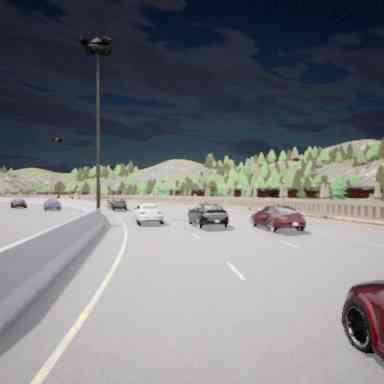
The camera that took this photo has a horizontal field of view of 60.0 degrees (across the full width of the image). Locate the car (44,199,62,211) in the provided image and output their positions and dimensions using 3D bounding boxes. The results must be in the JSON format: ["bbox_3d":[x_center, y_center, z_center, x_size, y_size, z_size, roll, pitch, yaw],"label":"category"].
[{"bbox_3d":[-17.557,1.607,41.835,1.812,1.442,4.674,0,0,-27],"label":"car"}]

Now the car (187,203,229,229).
[{"bbox_3d":[0.949,1.490,21.660,2.128,1.511,4.902,0,0,-12],"label":"car"}]

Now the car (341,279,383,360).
[{"bbox_3d":[3.355,1.550,3.499,1.994,1.385,4.181,0,0,-2],"label":"car"}]

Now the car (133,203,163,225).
[{"bbox_3d":[-3.247,1.543,24.239,1.812,1.442,4.674,0,0,-14],"label":"car"}]

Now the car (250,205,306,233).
[{"bbox_3d":[4.970,1.507,19.587,1.812,1.442,4.674,0,0,-11],"label":"car"}]

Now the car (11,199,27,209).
[{"bbox_3d":[-24.637,1.660,47.347,2.033,1.411,5.357,0,0,-32],"label":"car"}]

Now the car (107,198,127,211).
[{"bbox_3d":[-9.381,1.538,41.403,2.128,1.511,4.902,0,0,-24],"label":"car"}]
